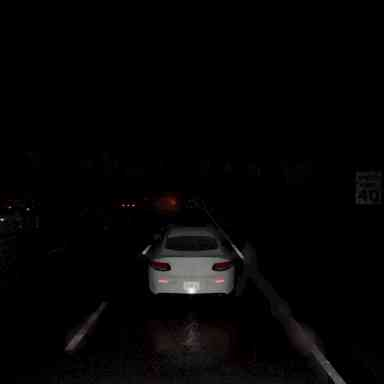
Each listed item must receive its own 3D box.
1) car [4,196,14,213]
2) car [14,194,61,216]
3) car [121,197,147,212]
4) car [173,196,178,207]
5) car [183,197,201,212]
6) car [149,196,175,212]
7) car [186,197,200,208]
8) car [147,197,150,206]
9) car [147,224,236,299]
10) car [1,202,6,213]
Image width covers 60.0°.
[{"bbox_3d":[-18.533,1.221,36.592,2.150,2.045,5.566,0,0,0],"label":"car"},{"bbox_3d":[-15.043,1.221,33.255,2.150,2.045,5.566,0,0,0],"label":"car"},{"bbox_3d":[-7.012,1.547,39.316,2.033,1.411,5.357,0,0,1],"label":"car"},{"bbox_3d":[-3.308,1.352,49.559,2.097,1.767,4.553,0,0,1],"label":"car"},{"bbox_3d":[-0.012,1.526,39.321,1.812,1.442,4.674,0,0,1],"label":"car"},{"bbox_3d":[-3.508,1.564,39.731,1.994,1.385,4.181,0,0,1],"label":"car"},{"bbox_3d":[0.193,1.477,49.538,1.882,1.535,5.008,0,0,1],"label":"car"},{"bbox_3d":[-6.806,1.525,49.677,1.812,1.442,4.674,0,0,1],"label":"car"},{"bbox_3d":[-0.012,1.526,8.304,1.812,1.442,4.674,0,0,0],"label":"car"},{"bbox_3d":[-15.106,1.564,22.774,1.994,1.385,4.181,0,0,0],"label":"car"}]
